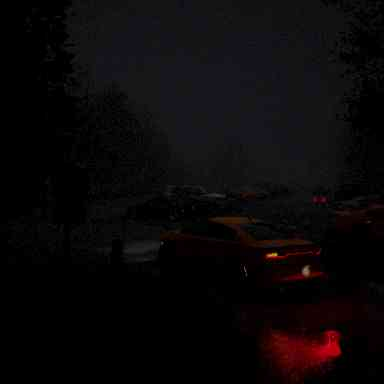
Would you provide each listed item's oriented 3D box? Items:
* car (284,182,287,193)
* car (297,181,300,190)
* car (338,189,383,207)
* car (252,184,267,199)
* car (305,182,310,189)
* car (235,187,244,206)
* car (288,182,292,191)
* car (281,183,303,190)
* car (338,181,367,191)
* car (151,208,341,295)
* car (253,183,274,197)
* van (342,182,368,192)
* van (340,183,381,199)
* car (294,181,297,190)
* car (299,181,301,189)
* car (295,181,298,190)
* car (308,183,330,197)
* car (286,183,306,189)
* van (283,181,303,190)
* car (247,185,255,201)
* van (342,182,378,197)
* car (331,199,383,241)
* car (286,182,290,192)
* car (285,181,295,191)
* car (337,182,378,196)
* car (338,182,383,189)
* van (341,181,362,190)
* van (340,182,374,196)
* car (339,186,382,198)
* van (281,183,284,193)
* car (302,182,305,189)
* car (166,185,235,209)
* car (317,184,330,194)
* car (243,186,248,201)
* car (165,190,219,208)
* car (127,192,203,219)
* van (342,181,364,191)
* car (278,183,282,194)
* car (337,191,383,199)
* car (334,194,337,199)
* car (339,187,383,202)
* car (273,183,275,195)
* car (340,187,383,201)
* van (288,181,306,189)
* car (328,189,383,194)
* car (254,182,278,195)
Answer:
[{"bbox_3d":[12.744,-0.395,55.015,4.792,1.488,2.163,1,2,24],"label":"car"},{"bbox_3d":[19.437,-0.985,70.258,5.366,1.575,1.946,1,2,24],"label":"car"},{"bbox_3d":[16.685,0.521,31.919,4.792,1.488,2.163,1,3,24],"label":"car"},{"bbox_3d":[5.819,0.159,40.020,5.366,1.575,1.946,1,3,24],"label":"car"},{"bbox_3d":[26.468,-1.784,85.341,5.566,2.045,2.435,1,2,24],"label":"car"},{"bbox_3d":[1.551,0.634,29.642,5.366,1.575,1.946,1,3,24],"label":"car"},{"bbox_3d":[15.022,-0.580,60.075,4.792,1.488,2.163,1,2,24],"label":"car"},{"bbox_3d":[24.166,-1.308,80.302,4.674,1.452,2.002,1,2,24],"label":"car"},{"bbox_3d":[34.923,-1.301,72.403,5.566,2.045,2.435,1,2,24],"label":"car"},{"bbox_3d":[0.921,1.371,8.558,1.882,1.535,5.008,2,-1,-31],"label":"car"},{"bbox_3d":[7.246,0.059,42.284,5.366,1.575,1.946,1,3,24],"label":"car"},{"bbox_3d":[31.645,-0.996,64.772,4.442,1.987,1.878,1,2,24],"label":"van"},{"bbox_3d":[21.150,-0.162,42.015,4.442,1.987,1.878,1,2,24],"label":"van"},{"bbox_3d":[17.333,-0.792,65.119,4.892,1.521,2.231,1,2,24],"label":"car"},{"bbox_3d":[20.717,-1.197,72.720,4.553,1.767,2.185,1,2,24],"label":"car"},{"bbox_3d":[18.461,-0.885,67.654,4.892,1.521,2.231,1,2,24],"label":"car"},{"bbox_3d":[18.283,-0.128,47.423,2.128,1.511,4.902,1,2,24],"label":"car"},{"bbox_3d":[27.597,-1.566,87.858,4.792,1.488,2.163,1,2,24],"label":"car"},{"bbox_3d":[25.197,-1.668,82.871,4.442,1.987,1.878,1,2,24],"label":"van"},{"bbox_3d":[3.491,0.395,34.851,5.366,1.575,1.946,1,3,24],"label":"car"},{"bbox_3d":[23.635,-0.346,46.986,4.442,1.987,1.878,1,2,24],"label":"van"},{"bbox_3d":[8.800,1.301,14.357,5.008,1.535,2.097,1,3,24],"label":"car"},{"bbox_3d":[13.883,-0.487,57.545,4.792,1.488,2.163,1,2,24],"label":"car"},{"bbox_3d":[16.019,-0.707,62.668,5.366,1.575,1.946,1,2,24],"label":"car"},{"bbox_3d":[25.777,-0.558,52.093,5.566,2.045,2.435,1,2,24],"label":"car"},{"bbox_3d":[15.600,0.358,29.360,5.566,2.045,2.435,1,3,24],"label":"car"},{"bbox_3d":[38.257,-1.554,80.021,4.442,1.987,1.878,1,2,24],"label":"van"},{"bbox_3d":[24.559,-0.442,49.606,4.442,1.987,1.878,1,2,24],"label":"van"},{"bbox_3d":[22.397,-0.030,44.516,5.008,1.535,2.097,1,2,24],"label":"car"},{"bbox_3d":[11.738,-0.555,52.416,4.442,1.987,1.878,1,2,24],"label":"van"},{"bbox_3d":[23.019,-1.256,77.774,5.008,1.535,2.097,1,2,24],"label":"car"},{"bbox_3d":[0.267,0.500,27.166,5.566,2.045,2.435,1,3,24],"label":"car"},{"bbox_3d":[22.509,-0.485,56.806,1.882,1.535,5.008,1,2,24],"label":"car"},{"bbox_3d":[2.527,0.518,32.245,4.892,1.521,2.231,1,3,24],"label":"car"},{"bbox_3d":[-0.892,0.867,24.658,5.008,1.535,2.097,1,3,24],"label":"car"},{"bbox_3d":[-2.063,1.012,22.144,4.792,1.488,2.163,1,3,24],"label":"car"},{"bbox_3d":[36.193,-1.365,74.870,4.442,1.987,1.878,1,2,24],"label":"van"},{"bbox_3d":[10.518,-0.209,49.931,4.792,1.488,2.163,1,2,24],"label":"car"},{"bbox_3d":[9.970,1.060,16.862,4.553,1.767,2.185,1,3,24],"label":"car"},{"bbox_3d":[11.001,1.103,19.303,4.792,1.488,2.163,1,3,24],"label":"car"},{"bbox_3d":[19.063,0.293,37.056,4.792,1.488,2.163,1,3,24],"label":"car"},{"bbox_3d":[8.207,-0.044,44.885,4.892,1.521,2.231,1,3,24],"label":"car"},{"bbox_3d":[20.146,0.193,39.461,4.792,1.488,2.163,1,2,24],"label":"car"},{"bbox_3d":[28.608,-1.871,90.448,4.442,1.987,1.878,1,1,24],"label":"van"},{"bbox_3d":[13.132,0.835,24.413,5.366,1.575,1.946,1,3,24],"label":"car"},{"bbox_3d":[9.382,-0.269,47.397,4.553,1.767,2.185,1,2,24],"label":"car"}]
